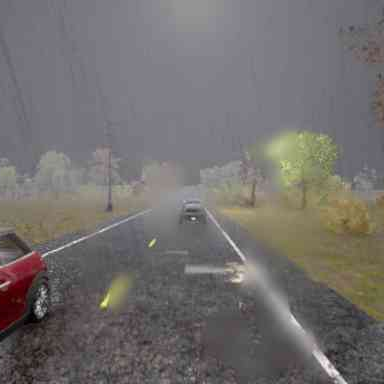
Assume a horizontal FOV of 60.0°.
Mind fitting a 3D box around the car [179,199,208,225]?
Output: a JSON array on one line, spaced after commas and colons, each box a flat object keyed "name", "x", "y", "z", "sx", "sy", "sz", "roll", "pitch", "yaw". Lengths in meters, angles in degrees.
[{"name": "car", "x": 0.106, "y": 1.501, "z": 24.234, "sx": 1.837, "sy": 1.490, "sz": 4.892, "roll": 0, "pitch": 0, "yaw": 0}]

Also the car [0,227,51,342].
[{"name": "car", "x": -3.599, "y": 1.352, "z": 4.092, "sx": 2.097, "sy": 1.767, "sz": 4.553, "roll": 0, "pitch": 0, "yaw": 0}]
